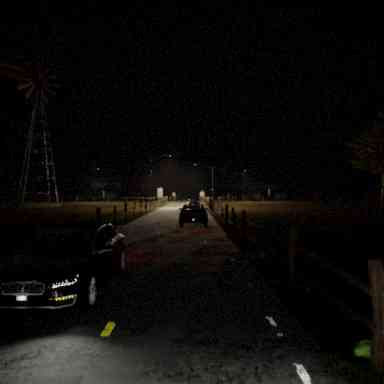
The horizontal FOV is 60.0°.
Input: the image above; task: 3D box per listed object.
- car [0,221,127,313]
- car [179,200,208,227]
[{"bbox_3d":[-2.833,1.520,7.973,1.837,1.490,4.892,0,0,0],"label":"car"},{"bbox_3d":[0.098,1.534,23.329,2.128,1.511,4.902,0,0,0],"label":"car"}]
